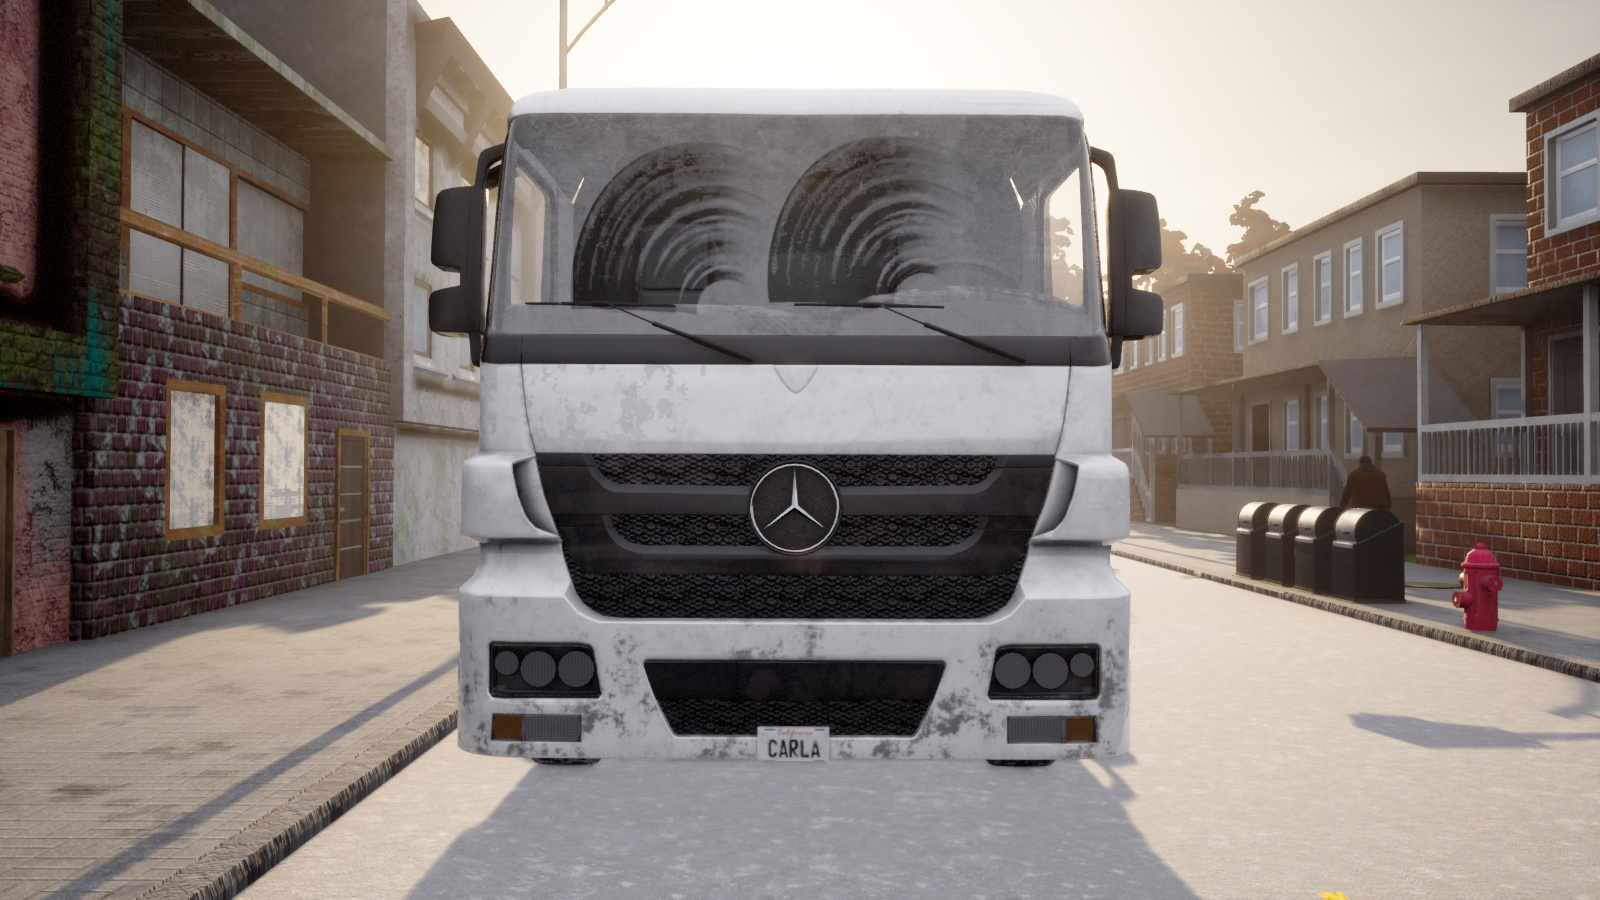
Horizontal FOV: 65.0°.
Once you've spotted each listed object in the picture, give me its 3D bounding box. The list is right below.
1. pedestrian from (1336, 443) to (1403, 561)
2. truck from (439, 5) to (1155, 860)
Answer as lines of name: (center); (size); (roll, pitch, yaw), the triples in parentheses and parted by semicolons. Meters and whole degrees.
pedestrian: (9.165, 0.826, 20.228); (0.634, 1.844, 0.899); (0, -1, -2)
truck: (-0.025, -0.015, 9.072); (2.891, 3.462, 7.936); (0, -1, 0)
